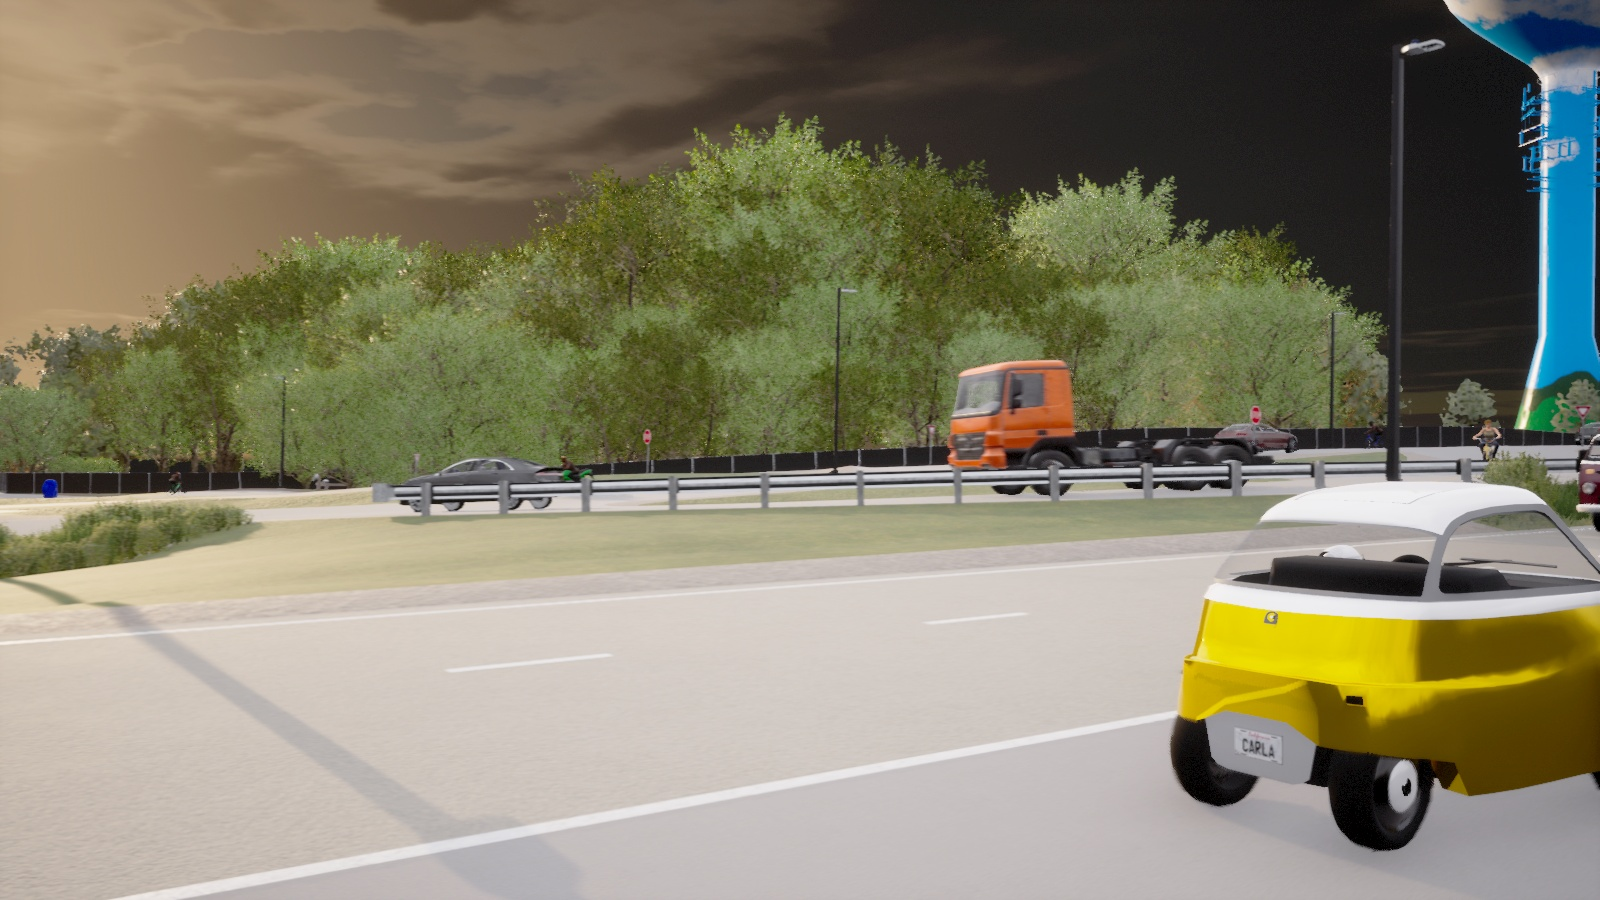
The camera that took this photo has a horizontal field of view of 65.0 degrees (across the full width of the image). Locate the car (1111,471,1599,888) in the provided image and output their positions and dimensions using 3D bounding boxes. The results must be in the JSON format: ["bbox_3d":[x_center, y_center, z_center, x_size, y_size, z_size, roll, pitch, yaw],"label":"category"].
[{"bbox_3d":[2.699,0.808,5.537,2.207,1.376,1.481,0,0,-35],"label":"car"}]

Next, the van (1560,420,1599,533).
[{"bbox_3d":[16.484,0.481,23.660,4.480,2.038,2.069,0,0,-35],"label":"van"}]

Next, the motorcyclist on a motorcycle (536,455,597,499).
[{"bbox_3d":[-8.681,1.005,46.753,2.044,1.523,0.797,-3,1,-34],"label":"motorcyclist on a motorcycle"}]

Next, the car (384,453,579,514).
[{"bbox_3d":[-8.941,0.964,35.333,4.902,1.511,2.128,-2,-2,18],"label":"car"}]

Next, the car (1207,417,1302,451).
[{"bbox_3d":[23.759,-0.852,65.562,5.027,1.651,2.152,-2,1,-36],"label":"car"}]

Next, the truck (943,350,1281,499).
[{"bbox_3d":[7.978,-0.663,32.326,7.936,3.462,2.891,-2,0,-16],"label":"truck"}]
